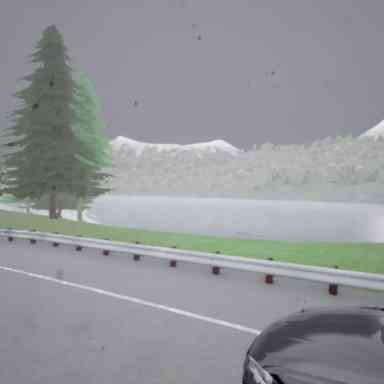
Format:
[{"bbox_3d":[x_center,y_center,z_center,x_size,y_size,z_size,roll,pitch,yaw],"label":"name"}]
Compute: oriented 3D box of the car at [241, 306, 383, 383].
[{"bbox_3d":[2.677,1.492,2.069,4.902,1.511,2.128,0,0,35],"label":"car"}]
